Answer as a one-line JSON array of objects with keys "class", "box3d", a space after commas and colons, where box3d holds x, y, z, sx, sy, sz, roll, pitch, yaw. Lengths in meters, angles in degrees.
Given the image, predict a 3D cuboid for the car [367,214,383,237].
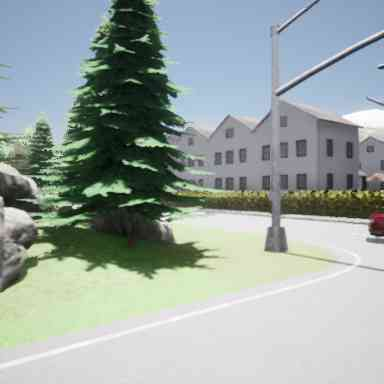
[{"class": "car", "box3d": [9.748, 1.316, 13.121, 5.008, 1.535, 1.882, 0, 1, 35]}]
